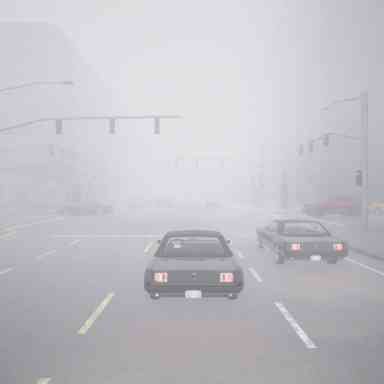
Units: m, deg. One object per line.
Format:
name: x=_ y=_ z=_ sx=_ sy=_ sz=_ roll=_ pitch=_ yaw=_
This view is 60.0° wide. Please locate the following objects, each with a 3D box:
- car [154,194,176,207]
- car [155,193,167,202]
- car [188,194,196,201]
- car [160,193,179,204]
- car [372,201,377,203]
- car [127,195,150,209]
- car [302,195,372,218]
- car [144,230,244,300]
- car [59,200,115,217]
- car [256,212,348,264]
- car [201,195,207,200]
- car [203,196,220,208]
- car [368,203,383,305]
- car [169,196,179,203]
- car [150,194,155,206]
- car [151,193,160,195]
car: x=-4.006 y=1.492 z=50.457 sx=2.128 sy=1.511 sz=4.902 roll=0 pitch=0 yaw=0
car: x=-7.186 y=1.218 z=78.203 sx=2.150 sy=2.045 sz=5.566 roll=0 pitch=0 yaw=1
car: x=-0.092 y=1.355 z=87.354 sx=2.097 sy=1.767 sz=4.553 roll=0 pitch=0 yaw=1
car: x=-3.935 y=1.221 z=60.152 sx=2.150 sy=2.045 sz=5.566 roll=0 pitch=0 yaw=1
car: x=17.215 y=1.533 z=34.366 sx=5.008 sy=1.535 sz=1.882 roll=0 pitch=0 yaw=0
car: x=-7.550 y=1.352 z=45.769 sx=2.097 sy=1.767 sz=4.553 roll=0 pitch=0 yaw=1
car: x=13.100 y=1.277 z=30.715 sx=5.566 sy=2.045 sz=2.150 roll=0 pitch=0 yaw=-3
car: x=0.044 y=1.601 z=8.369 sx=1.895 sy=1.301 sz=4.718 roll=0 pitch=0 yaw=0
car: x=-9.757 y=1.508 z=30.898 sx=5.008 sy=1.535 sz=1.882 roll=0 pitch=0 yaw=0
car: x=3.551 y=1.601 z=11.754 sx=1.895 sy=1.301 sz=4.718 roll=0 pitch=0 yaw=0
car: x=3.409 y=1.553 z=87.482 sx=1.994 sy=1.385 sz=4.181 roll=0 pitch=0 yaw=1
car: x=2.900 y=1.601 z=46.863 sx=1.895 sy=1.301 sz=4.718 roll=0 pitch=0 yaw=3
car: x=3.594 y=1.221 z=2.002 sx=2.150 sy=2.045 sz=5.566 roll=0 pitch=0 yaw=0
car: x=-3.770 y=1.552 z=70.064 sx=1.994 sy=1.385 sz=4.181 roll=0 pitch=0 yaw=1
car: x=-7.498 y=1.526 z=54.517 sx=1.812 sy=1.442 sz=4.674 roll=0 pitch=0 yaw=1
car: x=-7.351 y=1.223 z=65.456 sx=2.150 sy=2.045 sz=5.566 roll=0 pitch=0 yaw=1
